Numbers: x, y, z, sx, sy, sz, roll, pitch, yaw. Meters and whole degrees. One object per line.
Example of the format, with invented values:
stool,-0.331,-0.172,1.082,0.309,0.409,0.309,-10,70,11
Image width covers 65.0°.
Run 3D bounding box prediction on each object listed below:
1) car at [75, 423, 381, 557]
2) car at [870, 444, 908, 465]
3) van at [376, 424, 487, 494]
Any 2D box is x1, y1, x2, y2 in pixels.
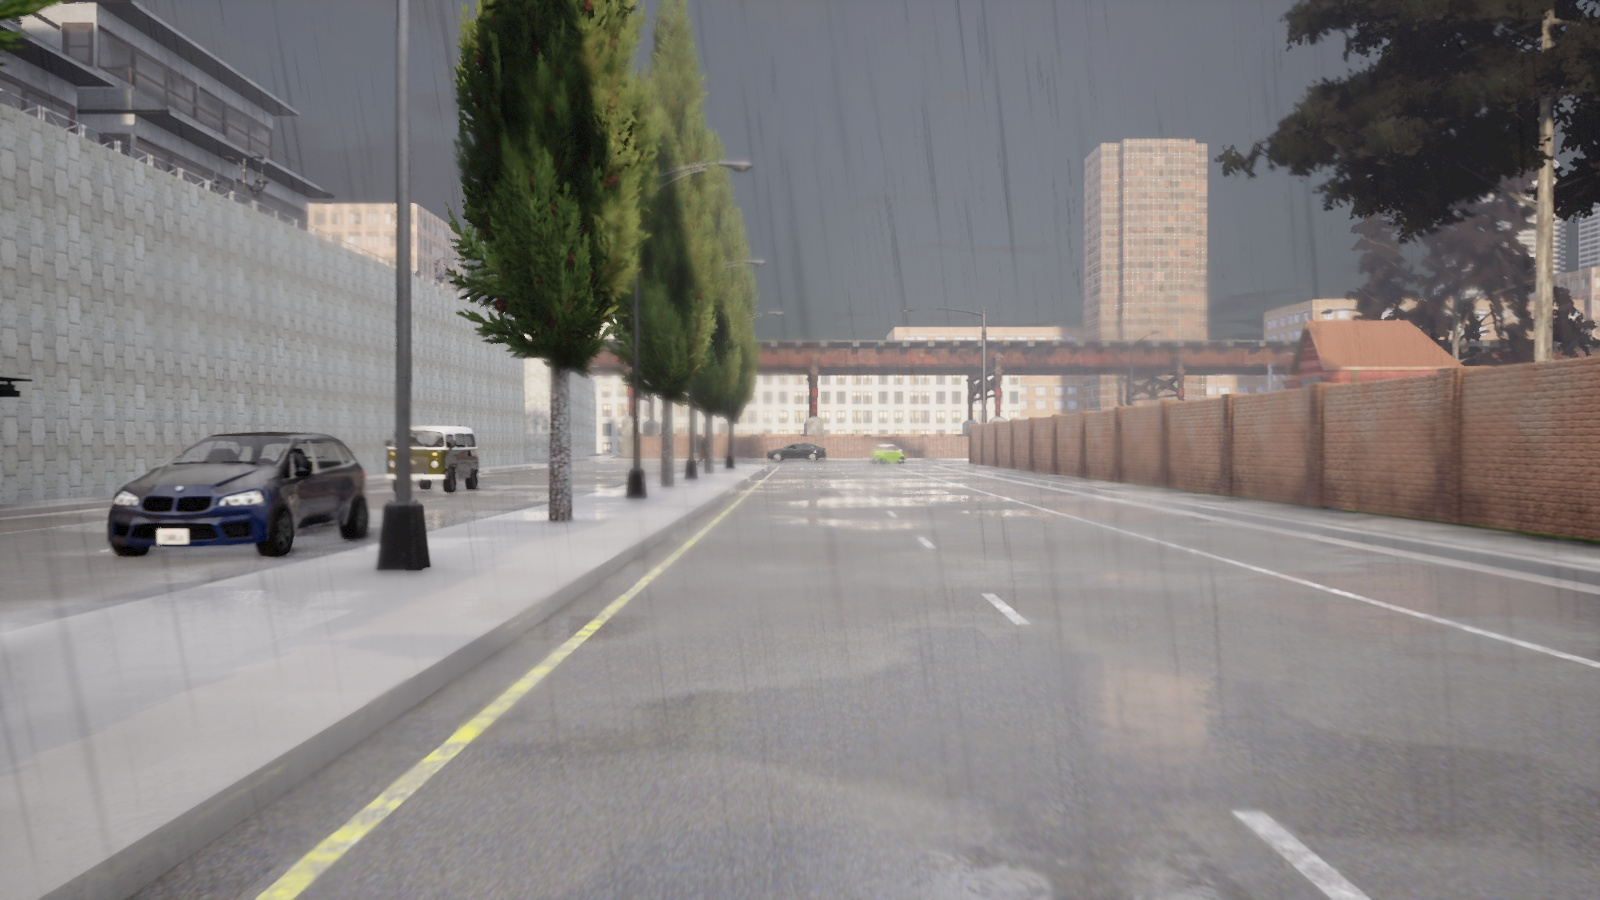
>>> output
car,-7.883,0.483,17.924,2.242,1.667,4.611,0,0,0
car,6.154,0.318,86.693,2.207,1.376,1.481,-1,-1,-40
van,-11.264,0.243,38.704,2.069,2.038,4.480,0,0,0
